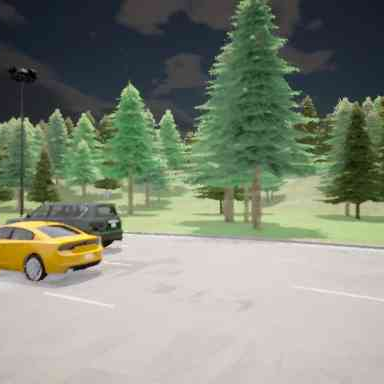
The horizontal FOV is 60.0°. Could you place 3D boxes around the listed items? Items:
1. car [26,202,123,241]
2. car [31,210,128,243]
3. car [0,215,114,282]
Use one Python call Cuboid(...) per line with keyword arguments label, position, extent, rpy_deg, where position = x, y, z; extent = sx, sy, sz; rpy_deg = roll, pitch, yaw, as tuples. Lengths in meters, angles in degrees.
Cuboid(label="car", position=(-5.713, 1.468, 14.637), extent=(5.566, 2.045, 2.150), rpy_deg=(0, -1, 22))
Cuboid(label="car", position=(-6.247, 1.802, 18.524), extent=(4.902, 1.511, 2.128), rpy_deg=(0, -1, 22))
Cuboid(label="car", position=(-5.102, 1.653, 10.284), extent=(5.008, 1.535, 1.882), rpy_deg=(0, -1, 25))
